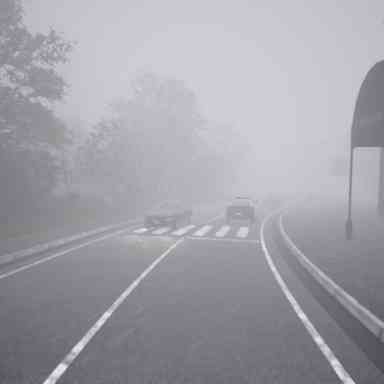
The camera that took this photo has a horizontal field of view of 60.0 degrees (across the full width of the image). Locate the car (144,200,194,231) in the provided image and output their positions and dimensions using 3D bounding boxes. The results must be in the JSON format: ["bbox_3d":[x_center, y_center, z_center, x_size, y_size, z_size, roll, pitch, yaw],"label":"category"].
[{"bbox_3d":[-1.226,1.235,19.403,1.882,1.535,5.008,1,1,13],"label":"car"}]

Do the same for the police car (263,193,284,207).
[{"bbox_3d":[10.130,0.933,41.236,2.038,1.542,4.974,2,2,23],"label":"police car"}]

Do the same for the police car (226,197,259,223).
[{"bbox_3d":[3.691,1.174,23.816,1.930,1.638,5.238,1,1,15],"label":"police car"}]
